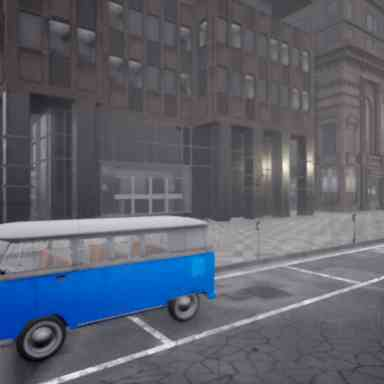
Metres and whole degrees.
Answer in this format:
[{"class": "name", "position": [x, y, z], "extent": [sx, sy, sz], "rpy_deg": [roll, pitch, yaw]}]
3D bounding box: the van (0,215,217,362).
[{"class": "van", "position": [-1.458, 1.338, 5.606], "extent": [3.998, 1.788, 1.690], "rpy_deg": [0, 0, -35]}]
